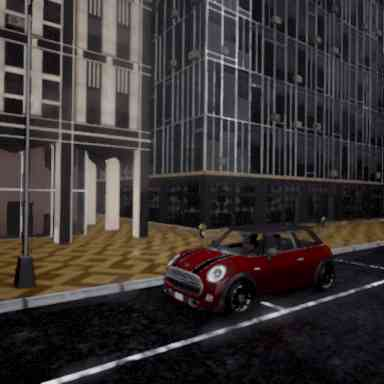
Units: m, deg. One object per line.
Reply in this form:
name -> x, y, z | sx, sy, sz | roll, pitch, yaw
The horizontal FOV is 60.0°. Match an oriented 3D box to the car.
car -> 1.377, 1.490, 7.536 | 4.097, 1.590, 1.967 | 1, 0, -36
